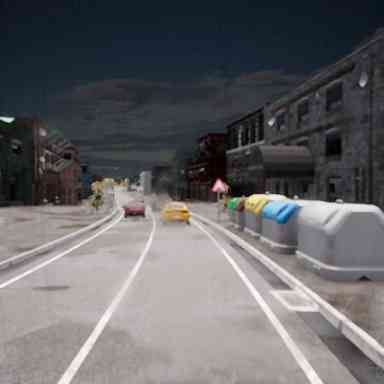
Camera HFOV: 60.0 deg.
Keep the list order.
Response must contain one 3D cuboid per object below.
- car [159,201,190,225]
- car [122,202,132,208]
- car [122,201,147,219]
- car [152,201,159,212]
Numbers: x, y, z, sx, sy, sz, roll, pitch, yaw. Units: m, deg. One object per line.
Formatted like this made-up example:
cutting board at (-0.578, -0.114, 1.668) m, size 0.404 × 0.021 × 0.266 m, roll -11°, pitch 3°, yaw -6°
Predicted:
car at (-1.301, 1.541, 25.233) m, size 1.882 × 1.535 × 5.008 m, roll -1°, pitch 1°, yaw -6°
car at (-13.915, 2.777, 71.363) m, size 1.895 × 1.301 × 4.718 m, roll 0°, pitch -1°, yaw -13°
car at (-5.280, 1.596, 31.032) m, size 1.882 × 1.535 × 5.008 m, roll 0°, pitch 0°, yaw -8°
car at (-4.062, 1.818, 42.503) m, size 1.994 × 1.385 × 4.181 m, roll 0°, pitch -1°, yaw -11°
